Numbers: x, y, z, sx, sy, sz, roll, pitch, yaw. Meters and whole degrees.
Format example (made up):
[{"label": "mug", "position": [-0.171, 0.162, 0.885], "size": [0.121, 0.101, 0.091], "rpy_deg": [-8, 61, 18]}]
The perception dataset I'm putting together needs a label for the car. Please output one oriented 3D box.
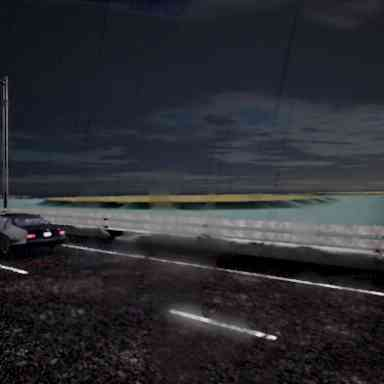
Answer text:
[{"label": "car", "position": [-7.278, 1.590, 13.534], "size": [5.357, 1.411, 2.033], "rpy_deg": [0, 0, 36]}]
